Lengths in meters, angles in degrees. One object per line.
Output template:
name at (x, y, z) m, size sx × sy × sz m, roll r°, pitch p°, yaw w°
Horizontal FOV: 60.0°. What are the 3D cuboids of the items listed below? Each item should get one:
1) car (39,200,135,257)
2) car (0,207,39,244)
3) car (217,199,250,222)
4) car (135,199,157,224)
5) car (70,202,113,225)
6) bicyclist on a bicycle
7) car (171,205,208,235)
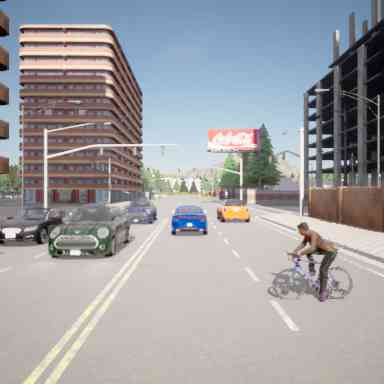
car at (-3.755, 1.351, 12.885) m, size 2.097 × 1.767 × 4.553 m, roll 0°, pitch 0°, yaw -1°
car at (-7.286, 1.491, 15.793) m, size 2.128 × 1.511 × 4.902 m, roll 0°, pitch 0°, yaw -1°
car at (3.151, 1.352, 26.071) m, size 2.097 × 1.767 × 4.553 m, roll 0°, pitch 0°, yaw -1°
car at (-3.833, 1.352, 24.835) m, size 2.097 × 1.767 × 4.553 m, roll 0°, pitch 0°, yaw -1°
car at (-7.332, 1.525, 24.757) m, size 1.812 × 1.442 × 4.674 m, roll 0°, pitch 0°, yaw -1°
bicyclist on a bicycle at (2.486, 1.452, 6.890) m, size 1.656 × 1.620 × 0.582 m, roll -2°, pitch 0°, yaw -1°
car at (-0.152, 1.477, 18.942) m, size 1.882 × 1.535 × 5.008 m, roll 0°, pitch 0°, yaw -1°
